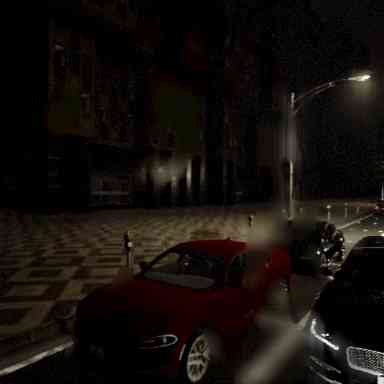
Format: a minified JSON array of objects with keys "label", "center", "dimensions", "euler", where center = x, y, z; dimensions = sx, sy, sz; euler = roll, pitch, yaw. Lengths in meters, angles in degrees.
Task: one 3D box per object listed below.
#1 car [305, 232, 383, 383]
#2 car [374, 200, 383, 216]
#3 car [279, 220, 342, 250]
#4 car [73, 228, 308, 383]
[{"label":"car","center":[3.177,1.520,5.041],"dimensions":[1.837,1.490,4.892],"euler":[1,0,34]},{"label":"car","center":[19.577,1.553,33.515],"dimensions":[1.967,1.590,4.097],"euler":[1,0,35]},{"label":"car","center":[3.463,1.557,10.146],"dimensions":[1.947,1.339,4.313],"euler":[1,0,35]},{"label":"car","center":[0.240,1.512,5.471],"dimensions":[1.887,1.381,4.507],"euler":[1,0,35]}]
